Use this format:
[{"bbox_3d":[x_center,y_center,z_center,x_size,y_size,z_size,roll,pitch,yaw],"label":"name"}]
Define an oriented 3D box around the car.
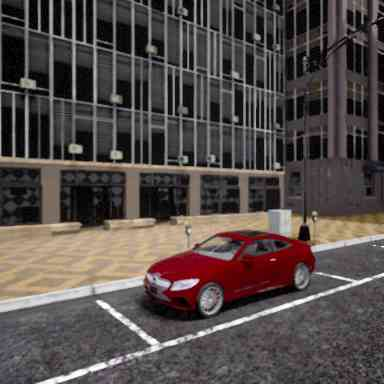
[{"bbox_3d":[1.007,1.528,7.265,4.206,1.307,1.802,-1,1,-35],"label":"car"}]
